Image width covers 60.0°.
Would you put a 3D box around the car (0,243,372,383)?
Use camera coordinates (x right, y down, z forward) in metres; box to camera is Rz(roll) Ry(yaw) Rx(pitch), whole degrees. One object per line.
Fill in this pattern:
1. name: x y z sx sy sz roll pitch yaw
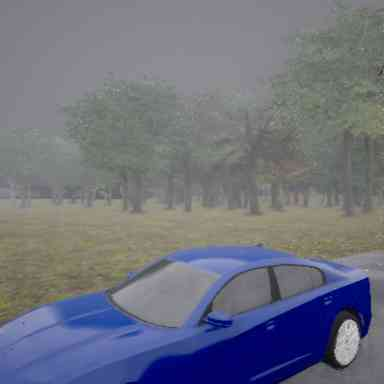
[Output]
1. car: 0.261 1.476 4.149 5.008 1.535 1.882 0 0 -35
